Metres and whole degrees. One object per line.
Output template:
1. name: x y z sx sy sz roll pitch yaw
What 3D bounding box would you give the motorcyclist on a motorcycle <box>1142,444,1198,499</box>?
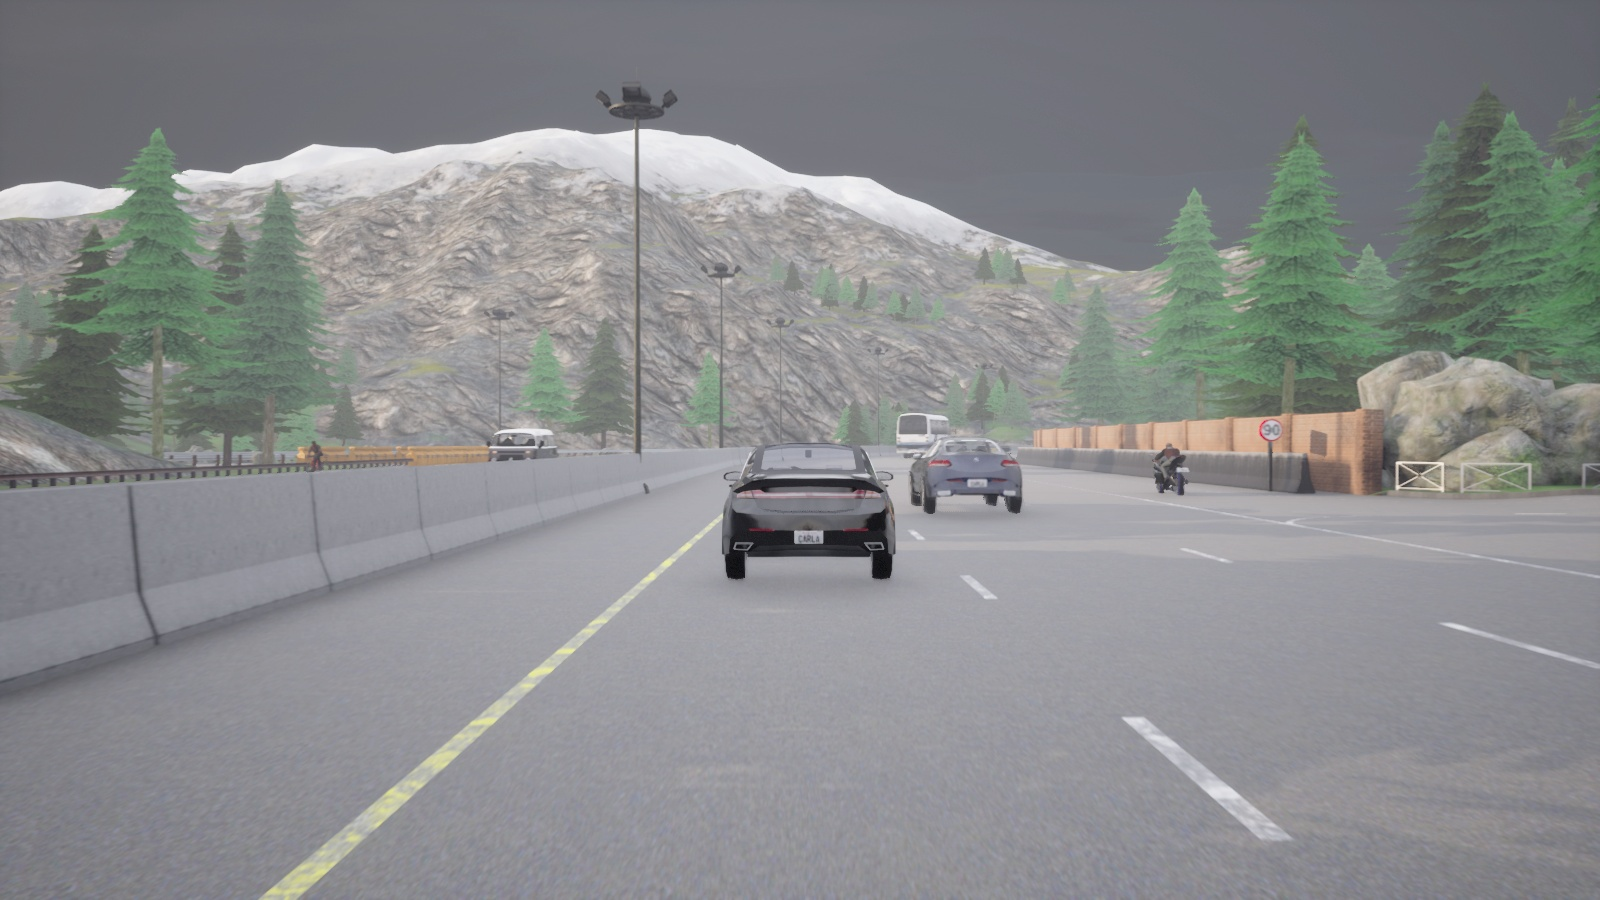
1. motorcyclist on a motorcycle: 10.624 0.586 36.119 0.866 1.530 2.191 0 0 -2

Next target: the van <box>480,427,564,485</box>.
1. van: -10.220 0.200 46.476 2.069 2.038 4.480 0 0 0

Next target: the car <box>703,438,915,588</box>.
1. car: 0.101 0.618 15.090 2.128 1.511 4.902 0 0 0

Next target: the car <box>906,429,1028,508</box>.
1. car: 3.678 0.367 28.586 2.152 1.651 5.027 0 0 0
